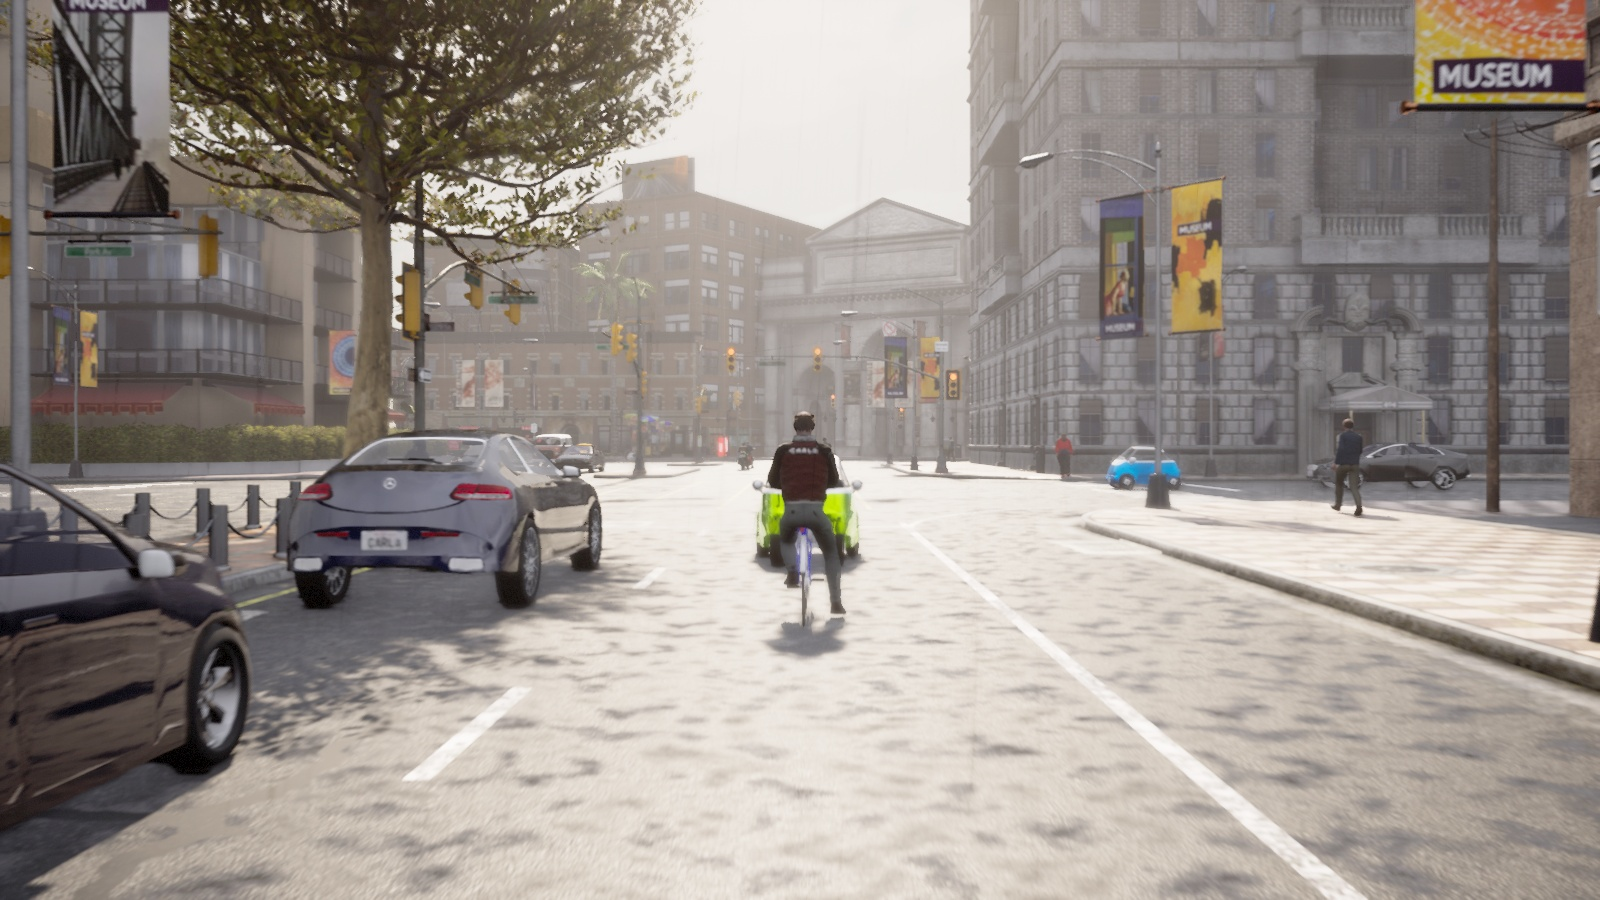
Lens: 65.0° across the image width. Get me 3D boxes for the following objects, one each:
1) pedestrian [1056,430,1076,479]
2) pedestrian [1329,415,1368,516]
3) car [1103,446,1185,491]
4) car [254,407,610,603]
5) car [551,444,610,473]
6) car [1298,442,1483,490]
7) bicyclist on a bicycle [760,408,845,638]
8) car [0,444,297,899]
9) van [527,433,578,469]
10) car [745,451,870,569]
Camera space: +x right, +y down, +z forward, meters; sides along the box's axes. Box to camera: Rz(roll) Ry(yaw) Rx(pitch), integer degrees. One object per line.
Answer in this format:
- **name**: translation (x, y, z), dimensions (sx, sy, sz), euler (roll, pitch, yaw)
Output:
- **pedestrian**: translation (10.259, 0.166, 48.489), dimensions (0.634, 1.844, 0.899), euler (0, 0, 3)
- **pedestrian**: translation (10.124, 0.281, 23.193), dimensions (0.402, 1.842, 0.726), euler (0, 0, 0)
- **car**: translation (10.949, 0.584, 40.059), dimensions (2.207, 1.376, 1.481), euler (1, 0, 0)
- **car**: translation (-3.488, 0.448, 13.107), dimensions (2.152, 1.651, 5.027), euler (0, 0, 1)
- **car**: translation (-11.122, 0.424, 63.970), dimensions (2.033, 1.411, 5.357), euler (0, 0, 0)
- **car**: translation (18.764, 0.492, 40.059), dimensions (4.902, 1.511, 2.128), euler (0, 0, 0)
- **bicyclist on a bicycle**: translation (0.039, 0.557, 10.655), dimensions (0.659, 1.776, 1.843), euler (0, 1, 1)
- **car**: translation (-3.459, 0.732, 4.490), dimensions (1.845, 1.501, 3.633), euler (0, 0, 0)
- **van**: translation (-14.564, 0.040, 74.146), dimensions (2.069, 2.038, 4.480), euler (0, 0, 0)
- **car**: translation (0.095, 0.711, 16.019), dimensions (1.481, 1.376, 2.207), euler (0, 1, 1)
